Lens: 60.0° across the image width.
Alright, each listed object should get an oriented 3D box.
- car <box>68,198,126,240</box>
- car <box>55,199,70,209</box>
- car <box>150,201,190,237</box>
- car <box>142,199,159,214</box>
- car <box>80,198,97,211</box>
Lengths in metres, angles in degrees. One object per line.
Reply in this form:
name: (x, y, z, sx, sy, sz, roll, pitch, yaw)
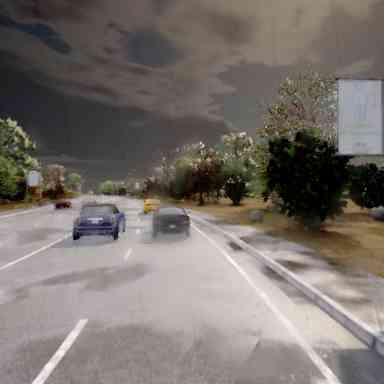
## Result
car: (-4.628, 1.364, 17.192, 2.097, 1.767, 4.553, 0, 0, -6)
car: (-17.362, 1.630, 45.124, 1.895, 1.301, 4.718, 0, 0, -14)
car: (-1.218, 1.484, 18.247, 1.882, 1.535, 5.008, 0, 0, -7)
car: (-4.362, 1.493, 36.362, 1.882, 1.535, 5.008, 0, 0, -12)
car: (-13.100, 1.551, 42.394, 1.812, 1.442, 4.674, 0, 0, -14)
